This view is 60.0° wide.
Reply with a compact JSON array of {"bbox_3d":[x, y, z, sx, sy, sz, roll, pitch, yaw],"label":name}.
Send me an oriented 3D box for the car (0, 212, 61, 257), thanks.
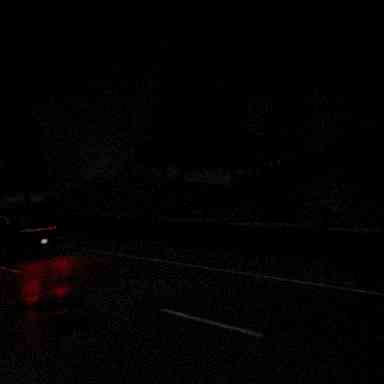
[{"bbox_3d":[-7.284,1.562,13.416,4.902,1.511,2.128,0,0,36],"label":"car"}]
